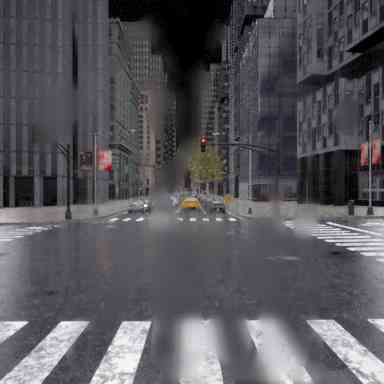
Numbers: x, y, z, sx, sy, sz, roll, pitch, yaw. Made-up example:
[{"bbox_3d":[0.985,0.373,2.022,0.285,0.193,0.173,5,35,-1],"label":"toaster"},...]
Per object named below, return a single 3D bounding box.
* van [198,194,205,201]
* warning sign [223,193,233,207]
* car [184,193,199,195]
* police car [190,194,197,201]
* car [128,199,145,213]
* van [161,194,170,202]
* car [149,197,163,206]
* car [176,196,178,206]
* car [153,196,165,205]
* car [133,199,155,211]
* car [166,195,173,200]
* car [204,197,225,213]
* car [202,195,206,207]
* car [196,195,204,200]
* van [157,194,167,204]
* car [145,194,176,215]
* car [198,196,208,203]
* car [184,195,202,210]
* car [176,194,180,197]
[{"bbox_3d":[2.356,1.373,83.723,1.690,1.788,3.998,0,0,0],"label":"van"},{"bbox_3d":[4.912,1.123,45.453,1.300,1.860,1.060,0,0,0],"label":"warning sign"},{"bbox_3d":[-0.198,1.512,67.293,2.128,1.511,4.902,0,0,0],"label":"car"},{"bbox_3d":[0.452,1.463,90.537,1.930,1.638,5.238,0,0,0],"label":"police car"},{"bbox_3d":[-5.863,1.556,36.311,2.008,1.369,4.403,0,0,0],"label":"car"},{"bbox_3d":[-6.129,1.368,77.527,1.690,1.788,3.998,0,0,0],"label":"van"},{"bbox_3d":[-5.989,1.579,55.874,1.947,1.339,4.313,0,0,0],"label":"car"},{"bbox_3d":[-3.247,1.608,44.575,1.895,1.301,4.718,0,0,0],"label":"car"},{"bbox_3d":[-6.023,1.541,61.117,1.752,1.417,4.829,0,0,0],"label":"car"},{"bbox_3d":[-5.895,1.557,41.303,2.008,1.369,4.403,0,0,0],"label":"car"},{"bbox_3d":[-6.233,1.624,93.766,1.802,1.307,4.206,0,0,0],"label":"car"},{"bbox_3d":[2.662,1.556,36.362,2.008,1.369,4.403,0,0,0],"label":"car"},{"bbox_3d":[2.592,1.553,47.251,1.887,1.381,4.507,0,0,0],"label":"car"},{"bbox_3d":[2.288,1.593,94.300,2.008,1.369,4.403,0,0,0],"label":"car"},{"bbox_3d":[-6.059,1.360,66.700,1.690,1.788,3.998,0,0,0],"label":"van"},{"bbox_3d":[-3.183,1.226,34.623,2.150,2.045,5.566,0,0,0],"label":"car"},{"bbox_3d":[2.425,1.589,73.146,1.947,1.339,4.313,0,0,0],"label":"car"},{"bbox_3d":[-0.063,1.485,44.238,1.882,1.535,5.008,0,0,0],"label":"car"},{"bbox_3d":[-3.301,1.538,54.617,1.812,1.442,4.674,0,0,0],"label":"car"}]
